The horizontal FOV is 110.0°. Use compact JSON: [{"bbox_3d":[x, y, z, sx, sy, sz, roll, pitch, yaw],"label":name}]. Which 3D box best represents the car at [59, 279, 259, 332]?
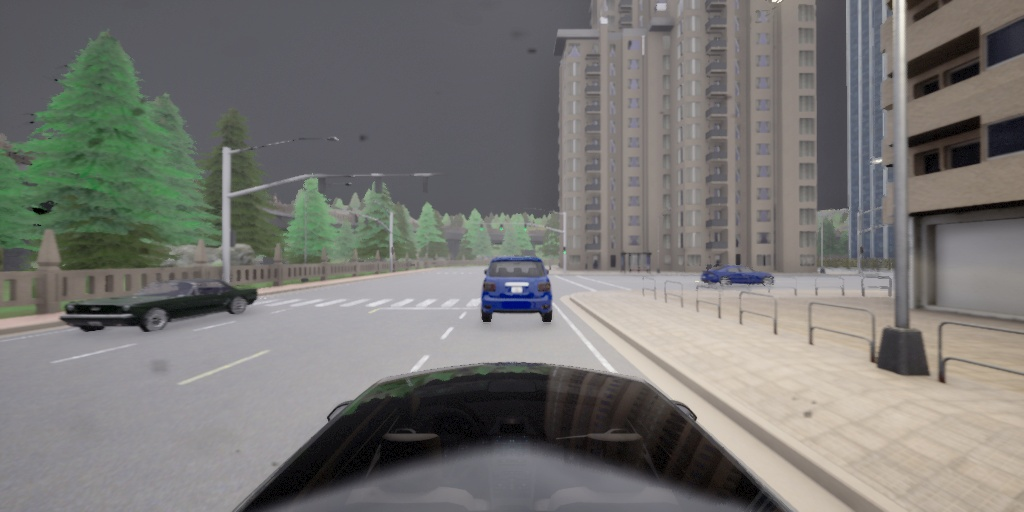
[{"bbox_3d":[-10.476,1.413,11.231,1.895,1.301,4.718,0,0,0],"label":"car"}]

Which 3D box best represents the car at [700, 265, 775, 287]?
[{"bbox_3d":[16.801,1.457,26.783,5.008,1.535,1.882,0,0,0],"label":"car"}]

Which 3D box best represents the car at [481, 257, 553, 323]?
[{"bbox_3d":[0.160,1.045,12.579,2.150,2.045,5.566,0,0,1],"label":"car"}]
